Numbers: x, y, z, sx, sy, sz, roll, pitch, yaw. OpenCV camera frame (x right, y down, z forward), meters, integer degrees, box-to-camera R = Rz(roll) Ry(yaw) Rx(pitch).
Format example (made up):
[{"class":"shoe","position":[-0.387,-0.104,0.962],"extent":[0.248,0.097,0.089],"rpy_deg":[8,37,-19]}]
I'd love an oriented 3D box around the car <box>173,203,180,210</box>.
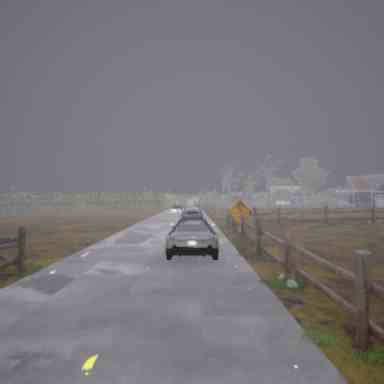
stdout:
[{"class":"car","position":[-2.734,2.810,65.311],"extent":[1.895,1.301,4.718],"rpy_deg":[0,-2,0]}]

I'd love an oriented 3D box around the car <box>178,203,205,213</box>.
[{"class":"car","position":[0.034,1.933,28.513],"extent":[1.837,1.490,4.892],"rpy_deg":[0,0,0]}]

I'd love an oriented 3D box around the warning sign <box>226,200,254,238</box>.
[{"class":"warning sign","position":[2.459,1.349,17.088],"extent":[1.300,1.860,1.060],"rpy_deg":[0,-1,0]}]

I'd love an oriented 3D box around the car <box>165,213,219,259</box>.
[{"class":"car","position":[0.026,1.742,13.394],"extent":[1.994,1.385,4.181],"rpy_deg":[0,-1,1]}]
